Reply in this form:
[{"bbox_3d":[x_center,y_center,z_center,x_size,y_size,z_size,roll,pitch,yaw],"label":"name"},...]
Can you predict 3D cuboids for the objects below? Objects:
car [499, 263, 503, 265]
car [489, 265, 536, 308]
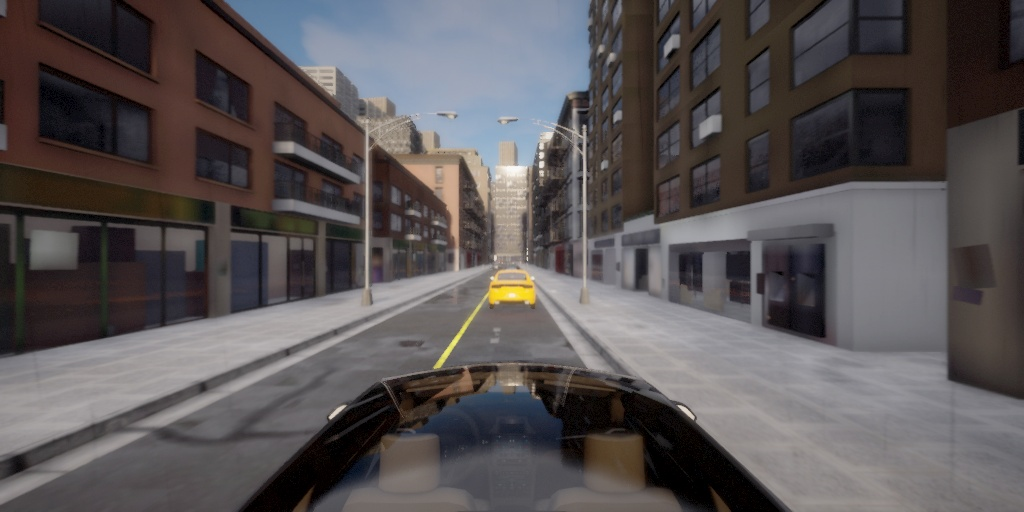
[{"bbox_3d":[0.017,1.553,30.769,1.812,1.442,4.674,0,0,0],"label":"car"},{"bbox_3d":[0.022,1.364,16.113,1.882,1.535,5.008,0,0,0],"label":"car"}]
